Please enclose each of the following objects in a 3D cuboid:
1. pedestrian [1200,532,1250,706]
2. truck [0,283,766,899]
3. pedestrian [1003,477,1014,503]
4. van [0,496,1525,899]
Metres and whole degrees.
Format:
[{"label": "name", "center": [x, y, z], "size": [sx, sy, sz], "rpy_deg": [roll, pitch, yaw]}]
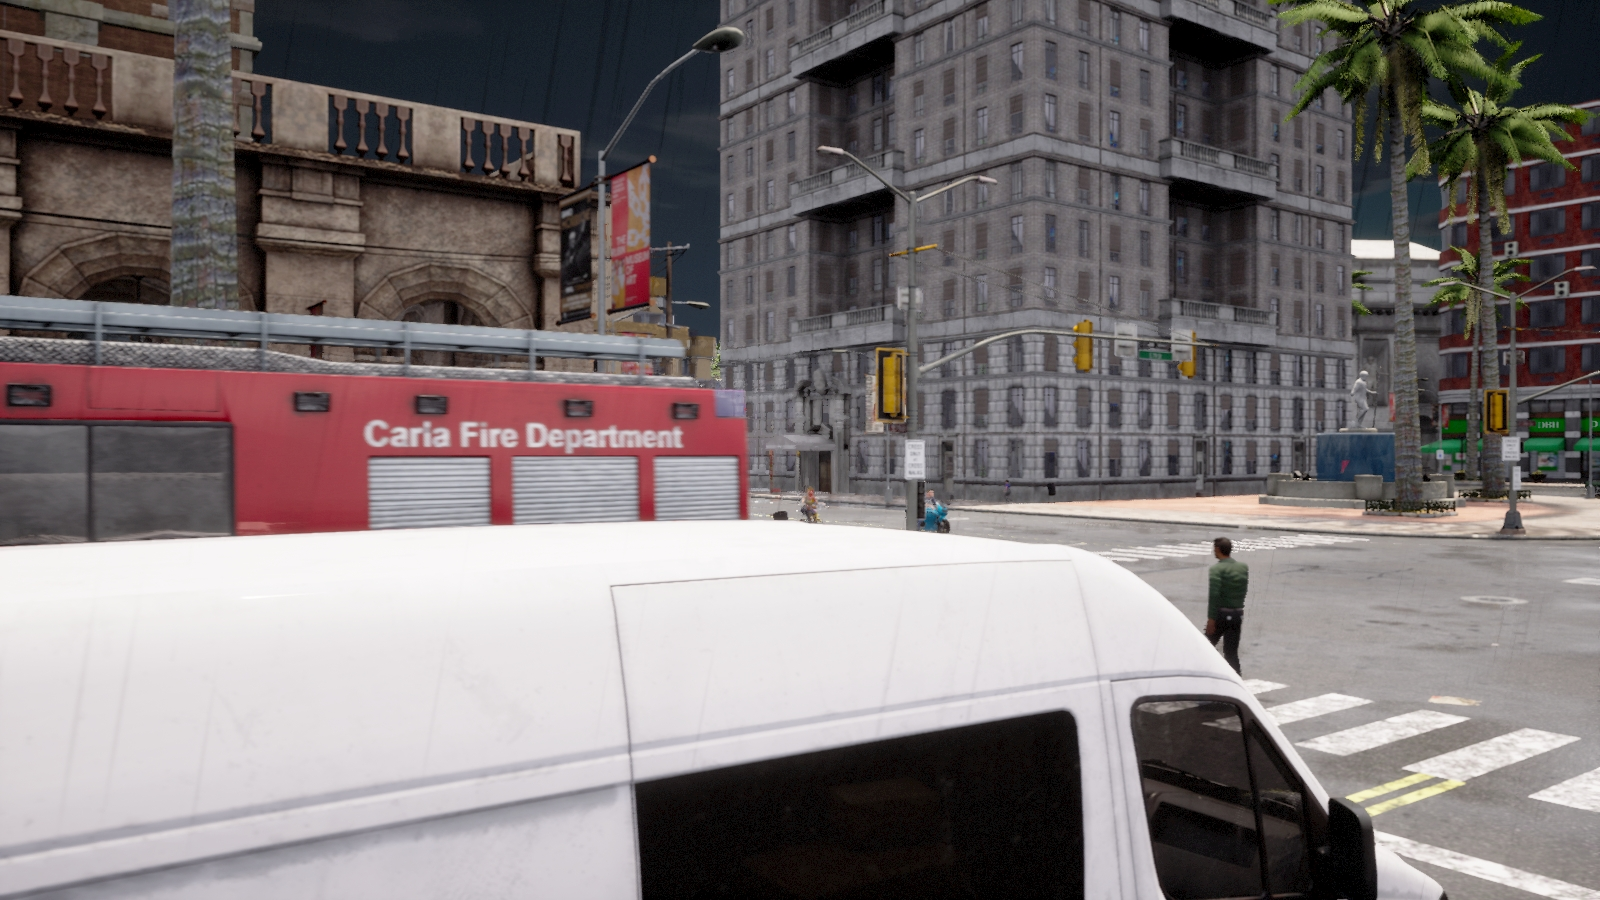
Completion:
[{"label": "pedestrian", "center": [4.701, 1.856, 12.645], "size": [0.375, 1.860, 0.375], "rpy_deg": [0, 0, -19]}, {"label": "truck", "center": [-4.580, 0.892, 9.043], "size": [8.468, 3.827, 2.891], "rpy_deg": [0, 0, -36]}, {"label": "pedestrian", "center": [10.480, 2.005, 57.349], "size": [0.375, 1.300, 0.375], "rpy_deg": [0, 0, -43]}, {"label": "van", "center": [-0.047, 1.537, 3.760], "size": [5.915, 2.561, 1.988], "rpy_deg": [0, 0, -35]}]
